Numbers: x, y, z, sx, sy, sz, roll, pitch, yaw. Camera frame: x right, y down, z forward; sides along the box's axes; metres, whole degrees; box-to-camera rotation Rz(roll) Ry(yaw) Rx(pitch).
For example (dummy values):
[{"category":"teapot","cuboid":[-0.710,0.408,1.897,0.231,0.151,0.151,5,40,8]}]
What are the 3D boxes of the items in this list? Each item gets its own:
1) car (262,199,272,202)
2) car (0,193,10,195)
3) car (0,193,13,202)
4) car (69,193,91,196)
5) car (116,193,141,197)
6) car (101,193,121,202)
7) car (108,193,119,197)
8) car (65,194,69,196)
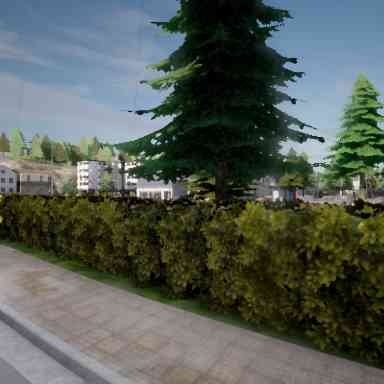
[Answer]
[{"category":"car","cuboid":[9.874,1.478,44.379,5.008,1.535,1.882,0,0,-45]},{"category":"car","cuboid":[-23.156,1.330,40.980,5.027,1.636,2.152,0,0,-45]},{"category":"car","cuboid":[-41.134,1.097,71.377,4.605,1.855,1.932,0,0,-45]},{"category":"car","cuboid":[-26.519,1.153,81.299,5.027,1.636,2.152,0,0,-45]},{"category":"car","cuboid":[-9.719,1.384,53.936,3.806,1.475,1.970,0,0,-45]},{"category":"car","cuboid":[-17.566,1.077,72.159,3.866,1.878,1.905,0,0,-45]},{"category":"car","cuboid":[-15.238,1.097,70.372,4.605,1.855,1.932,0,0,-45]},{"category":"car","cuboid":[-31.240,1.232,85.657,3.806,1.475,1.970,0,0,-45]}]
